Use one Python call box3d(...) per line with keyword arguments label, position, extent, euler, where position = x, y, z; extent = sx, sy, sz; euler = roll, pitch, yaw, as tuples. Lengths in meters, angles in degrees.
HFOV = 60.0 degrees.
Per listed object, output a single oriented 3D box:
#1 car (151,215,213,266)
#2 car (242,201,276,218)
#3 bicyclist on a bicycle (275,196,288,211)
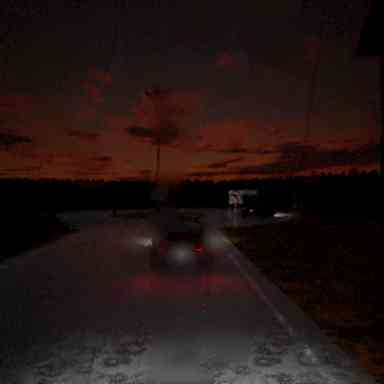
box3d(label="car", position=(-0.352, 1.497, 11.361), extent=(1.812, 1.442, 4.674), euler=(0, 0, -2))
box3d(label="car", position=(5.790, 1.453, 28.534), extent=(1.994, 1.385, 4.181), euler=(0, 0, 29))
box3d(label="bicyclist on a bicycle", position=(9.814, 1.293, 36.500), extent=(1.656, 1.620, 0.582), euler=(-1, 0, -19))
